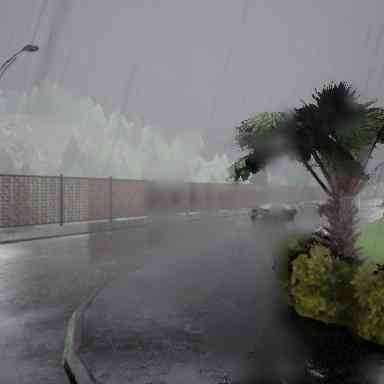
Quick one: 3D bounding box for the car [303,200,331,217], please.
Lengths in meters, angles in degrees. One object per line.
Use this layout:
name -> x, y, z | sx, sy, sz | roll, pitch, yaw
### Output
car -> 11.938, 1.490, 31.903 | 2.128, 1.511, 4.902 | 0, 0, 35

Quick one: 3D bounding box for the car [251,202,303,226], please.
car -> 5.931, 1.476, 23.542 | 1.882, 1.535, 5.008 | 0, 0, 36
